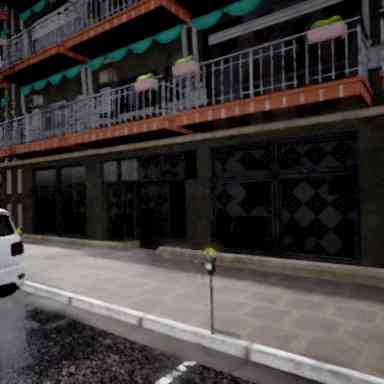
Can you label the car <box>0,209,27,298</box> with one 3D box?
[{"bbox_3d":[-5.997,1.329,7.541,5.566,2.045,2.150,-1,0,36],"label":"car"}]
